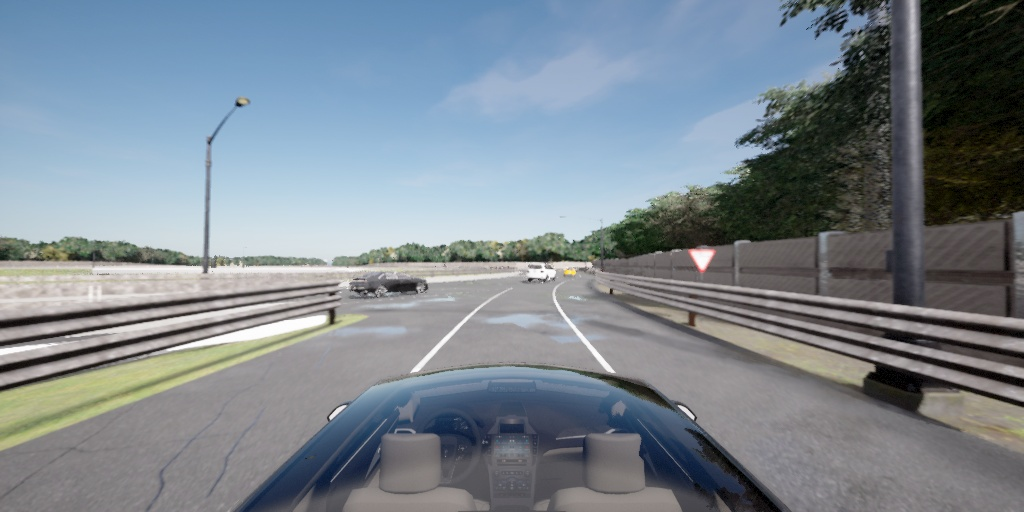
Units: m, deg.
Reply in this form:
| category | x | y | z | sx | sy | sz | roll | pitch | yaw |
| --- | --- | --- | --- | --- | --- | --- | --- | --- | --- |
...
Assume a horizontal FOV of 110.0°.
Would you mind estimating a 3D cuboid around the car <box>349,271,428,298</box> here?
| category | x | y | z | sx | sy | sz | roll | pitch | yaw |
| --- | --- | --- | --- | --- | --- | --- | --- | --- | --- |
| car | -7.270 | 1.653 | 21.735 | 2.128 | 1.511 | 4.902 | -1 | -2 | 35 |

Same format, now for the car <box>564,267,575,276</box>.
| category | x | y | z | sx | sy | sz | roll | pitch | yaw |
| --- | --- | --- | --- | --- | --- | --- | --- | --- | --- |
| car | 10.200 | 2.776 | 63.454 | 1.882 | 1.535 | 5.008 | 0 | -1 | 11 |

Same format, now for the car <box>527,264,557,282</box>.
| category | x | y | z | sx | sy | sz | roll | pitch | yaw |
| --- | --- | --- | --- | --- | --- | --- | --- | --- | --- |
| car | 3.456 | 1.922 | 41.166 | 2.150 | 2.045 | 5.566 | 0 | -2 | 23 |
